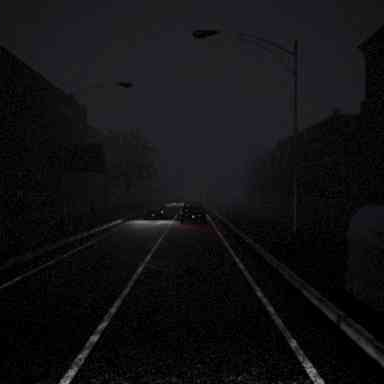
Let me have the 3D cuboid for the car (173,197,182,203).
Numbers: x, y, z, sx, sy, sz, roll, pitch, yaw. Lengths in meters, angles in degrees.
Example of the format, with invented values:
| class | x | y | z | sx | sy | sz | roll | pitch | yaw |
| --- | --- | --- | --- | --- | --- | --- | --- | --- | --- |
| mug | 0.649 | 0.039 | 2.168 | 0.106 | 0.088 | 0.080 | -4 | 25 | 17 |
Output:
| class | x | y | z | sx | sy | sz | roll | pitch | yaw |
| --- | --- | --- | --- | --- | --- | --- | --- | --- | --- |
| car | -3.011 | 1.672 | 70.254 | 1.895 | 1.301 | 4.718 | 0 | 0 | 0 |

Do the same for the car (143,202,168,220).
| class | x | y | z | sx | sy | sz | roll | pitch | yaw |
| --- | --- | --- | --- | --- | --- | --- | --- | --- | --- |
| car | -3.102 | 1.580 | 28.832 | 1.812 | 1.442 | 4.674 | 0 | 0 | 0 |

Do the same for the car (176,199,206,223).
| class | x | y | z | sx | sy | sz | roll | pitch | yaw |
| --- | --- | --- | --- | --- | --- | --- | --- | --- | --- |
| car | 0.094 | 1.534 | 25.941 | 2.128 | 1.511 | 4.902 | 0 | 0 | 0 |

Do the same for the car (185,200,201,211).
| class | x | y | z | sx | sy | sz | roll | pitch | yaw |
| --- | --- | --- | --- | --- | --- | --- | --- | --- | --- |
| car | 0.093 | 1.718 | 43.027 | 1.895 | 1.301 | 4.718 | 0 | 0 | 0 |
